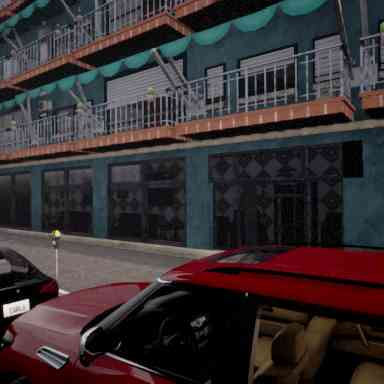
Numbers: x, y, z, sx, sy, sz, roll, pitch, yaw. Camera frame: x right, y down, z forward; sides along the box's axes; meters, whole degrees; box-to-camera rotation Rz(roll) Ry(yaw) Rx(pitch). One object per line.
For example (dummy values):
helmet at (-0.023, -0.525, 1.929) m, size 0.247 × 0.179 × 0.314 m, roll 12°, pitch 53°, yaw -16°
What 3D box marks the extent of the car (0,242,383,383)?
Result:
car at (0.608, 1.315, 2.303) m, size 5.009 × 1.841 × 2.192 m, roll 0°, pitch -1°, yaw 36°
